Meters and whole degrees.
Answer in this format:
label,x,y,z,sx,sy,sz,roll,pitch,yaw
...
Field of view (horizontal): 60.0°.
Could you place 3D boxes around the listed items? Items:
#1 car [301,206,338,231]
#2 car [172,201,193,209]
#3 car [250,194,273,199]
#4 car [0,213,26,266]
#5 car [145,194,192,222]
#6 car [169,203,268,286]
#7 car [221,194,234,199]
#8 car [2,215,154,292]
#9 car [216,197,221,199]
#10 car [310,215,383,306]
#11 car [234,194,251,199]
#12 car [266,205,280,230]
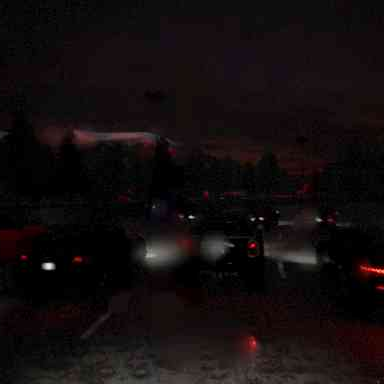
label,x,y,z,sx,sy,sz,roll,pitch,yaw
car,7.589,1.521,19.785,2.033,1.411,5.357,0,0,23
car,0.900,1.518,21.891,2.033,1.411,5.357,0,0,22
car,13.382,1.445,60.947,4.674,1.442,1.812,0,0,-38
car,-6.136,1.338,9.637,2.097,1.767,4.553,0,0,13
car,-1.449,1.190,25.282,2.150,2.045,5.566,0,0,23
car,1.000,1.339,9.667,2.097,1.767,4.553,0,0,11
car,8.862,1.389,66.405,5.008,1.535,1.882,0,0,-38
car,-2.690,1.551,9.060,1.994,1.385,4.181,0,0,11
car,7.083,1.263,69.430,4.553,1.767,2.097,0,0,-40
car,4.151,1.515,7.712,1.812,1.442,4.674,0,0,11
car,10.792,1.268,63.374,4.553,1.767,2.097,0,0,-38
car,4.243,1.520,20.838,2.033,1.411,5.357,0,0,23
